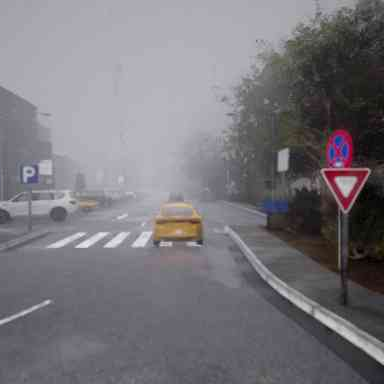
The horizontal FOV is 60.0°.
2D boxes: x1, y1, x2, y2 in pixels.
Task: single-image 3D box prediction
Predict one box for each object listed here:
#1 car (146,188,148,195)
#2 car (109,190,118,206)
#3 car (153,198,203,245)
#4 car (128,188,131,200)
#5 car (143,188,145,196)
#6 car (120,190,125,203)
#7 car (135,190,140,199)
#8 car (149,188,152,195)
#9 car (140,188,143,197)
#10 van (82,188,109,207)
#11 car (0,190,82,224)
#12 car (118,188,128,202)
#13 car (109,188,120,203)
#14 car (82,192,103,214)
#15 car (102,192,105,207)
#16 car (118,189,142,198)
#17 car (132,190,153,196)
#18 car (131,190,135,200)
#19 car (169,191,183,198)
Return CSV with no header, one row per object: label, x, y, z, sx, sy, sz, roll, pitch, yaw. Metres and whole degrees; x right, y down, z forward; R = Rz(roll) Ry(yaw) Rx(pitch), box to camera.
car,-13.175,0.407,75.832,4.792,1.488,2.163,-1,1,-23
car,-11.204,0.931,36.837,5.008,1.535,2.097,-1,1,-23
car,-0.580,1.233,14.272,1.882,1.535,5.008,0,1,-2
car,-11.800,0.620,48.840,4.553,1.767,2.185,-1,1,-23
car,-12.580,0.281,63.848,5.566,2.045,2.435,-2,1,-23
car,-11.524,0.878,42.840,4.674,1.452,2.002,-1,1,-23
car,-12.113,0.407,54.844,5.566,2.045,2.435,-1,1,-23
car,-13.849,0.235,87.804,4.892,1.521,2.231,-1,1,-23
car,-12.266,0.567,60.906,5.366,1.575,1.946,-1,1,-23
van,-11.164,0.756,33.786,4.442,1.987,1.878,-1,1,-23
car,-10.425,0.916,21.818,5.566,2.045,2.435,-1,1,-23
car,-11.647,0.666,45.843,4.553,1.767,2.185,-1,1,-23
car,-11.403,0.760,39.832,4.553,1.767,2.185,-1,1,-23
car,-10.560,1.065,27.916,5.366,1.575,1.946,-1,1,-23
car,-10.899,1.066,30.844,4.674,1.452,2.002,-2,1,-23
car,-12.926,0.329,69.814,4.553,1.767,2.185,-1,1,-23
car,-14.003,0.156,93.870,5.366,1.575,1.946,-1,1,-23
car,-11.957,0.731,51.852,4.792,1.488,2.163,-1,1,-23
car,-2.332,0.574,48.419,2.097,1.767,4.553,0,1,-3
